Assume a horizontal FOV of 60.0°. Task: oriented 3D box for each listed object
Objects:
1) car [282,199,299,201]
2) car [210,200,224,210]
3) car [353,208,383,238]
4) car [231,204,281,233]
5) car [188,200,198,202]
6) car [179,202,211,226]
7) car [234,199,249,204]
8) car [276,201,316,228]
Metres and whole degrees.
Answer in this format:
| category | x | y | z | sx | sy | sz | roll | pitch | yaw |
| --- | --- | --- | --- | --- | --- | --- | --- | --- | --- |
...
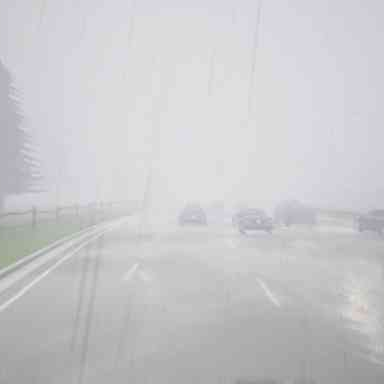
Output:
| category | x | y | z | sx | sy | sz | roll | pitch | yaw |
| --- | --- | --- | --- | --- | --- | --- | --- | --- | --- |
| car | 10.570 | 1.570 | 36.329 | 2.097 | 1.767 | 4.553 | 0 | 0 | 0 |
| car | 3.590 | 1.854 | 48.305 | 1.994 | 1.385 | 4.181 | 0 | 0 | 0 |
| car | 10.521 | 1.615 | 17.920 | 1.837 | 1.490 | 4.892 | 0 | 0 | 0 |
| car | 3.594 | 1.671 | 20.447 | 2.033 | 1.411 | 5.357 | 0 | 0 | 0 |
| car | 0.088 | 1.897 | 49.445 | 1.895 | 1.301 | 4.718 | 0 | 0 | 0 |
| car | 0.095 | 1.713 | 24.740 | 1.994 | 1.385 | 4.181 | 0 | 0 | 0 |
| car | 7.091 | 1.779 | 47.763 | 2.128 | 1.511 | 4.902 | 0 | 0 | 0 |
| car | 7.095 | 1.634 | 23.420 | 2.128 | 1.511 | 4.902 | 0 | 0 | 0 |
